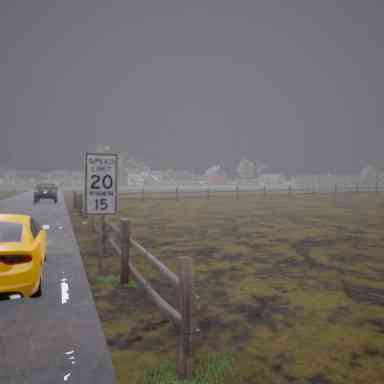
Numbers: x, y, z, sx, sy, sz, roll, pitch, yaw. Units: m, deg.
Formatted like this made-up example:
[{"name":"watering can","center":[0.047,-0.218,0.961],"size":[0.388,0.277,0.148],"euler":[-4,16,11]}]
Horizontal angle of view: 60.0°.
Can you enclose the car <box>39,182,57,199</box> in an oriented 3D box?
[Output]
[{"name":"car","center":[-19.336,-0.256,44.862],"size":[2.150,2.045,5.566],"euler":[0,2,-22]}]

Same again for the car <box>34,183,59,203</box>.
[{"name":"car","center":[-15.424,0.054,35.221],"size":[2.150,2.045,5.566],"euler":[0,2,-21]}]

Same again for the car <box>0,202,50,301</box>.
[{"name":"car","center":[-4.363,1.231,7.527],"size":[1.882,1.535,5.008],"euler":[0,2,-22]}]
